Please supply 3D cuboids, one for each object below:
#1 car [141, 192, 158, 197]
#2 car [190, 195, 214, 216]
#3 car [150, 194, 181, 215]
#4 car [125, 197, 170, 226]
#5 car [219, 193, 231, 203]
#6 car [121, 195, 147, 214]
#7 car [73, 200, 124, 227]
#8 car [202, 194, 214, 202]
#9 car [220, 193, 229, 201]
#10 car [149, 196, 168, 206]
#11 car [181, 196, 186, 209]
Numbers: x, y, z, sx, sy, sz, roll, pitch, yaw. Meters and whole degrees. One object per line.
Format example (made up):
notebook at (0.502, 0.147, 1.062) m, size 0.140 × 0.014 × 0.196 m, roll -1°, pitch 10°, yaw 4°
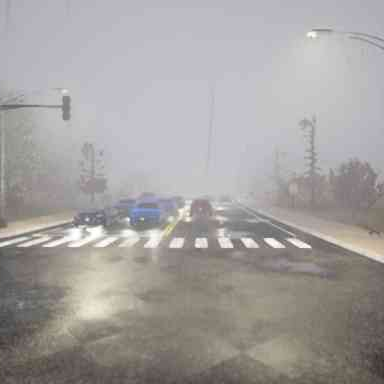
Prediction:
car at (-5.285, 0.995, 40.665) m, size 2.150 × 2.045 × 5.566 m, roll 0°, pitch 0°, yaw 4°
car at (0.859, 1.312, 30.971) m, size 1.882 × 1.535 × 5.008 m, roll 0°, pitch 0°, yaw 3°
car at (-2.521, 1.304, 32.153) m, size 1.882 × 1.535 × 5.008 m, roll 0°, pitch 0°, yaw 3°
car at (-2.916, 1.357, 22.672) m, size 1.882 × 1.535 × 5.008 m, roll 0°, pitch 0°, yaw 2°
car at (5.704, 1.260, 56.983) m, size 1.895 × 1.301 × 4.718 m, roll 0°, pitch 0°, yaw 5°
car at (-5.839, 1.311, 30.772) m, size 1.882 × 1.535 × 5.008 m, roll 0°, pitch 0°, yaw 3°
car at (-6.181, 1.446, 21.885) m, size 1.994 × 1.385 × 4.181 m, roll 0°, pitch 0°, yaw 3°
car at (3.006, 1.179, 62.775) m, size 1.994 × 1.385 × 4.181 m, roll 0°, pitch 0°, yaw 5°
car at (6.712, 1.070, 68.400) m, size 1.837 × 1.490 × 4.892 m, roll 0°, pitch 0°, yaw 6°
car at (-4.817, 1.289, 48.025) m, size 1.994 × 1.385 × 4.181 m, roll 0°, pitch 0°, yaw 5°
car at (-1.915, 1.241, 42.394) m, size 1.882 × 1.535 × 5.008 m, roll 0°, pitch 0°, yaw 4°
